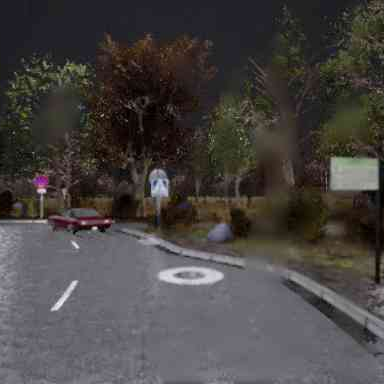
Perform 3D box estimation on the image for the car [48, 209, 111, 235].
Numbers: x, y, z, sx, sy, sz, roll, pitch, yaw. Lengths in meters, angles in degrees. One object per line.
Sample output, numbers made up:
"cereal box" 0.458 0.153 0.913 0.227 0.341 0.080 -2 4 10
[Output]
"car" -6.542 1.624 18.940 1.895 1.301 4.718 1 -1 -42
